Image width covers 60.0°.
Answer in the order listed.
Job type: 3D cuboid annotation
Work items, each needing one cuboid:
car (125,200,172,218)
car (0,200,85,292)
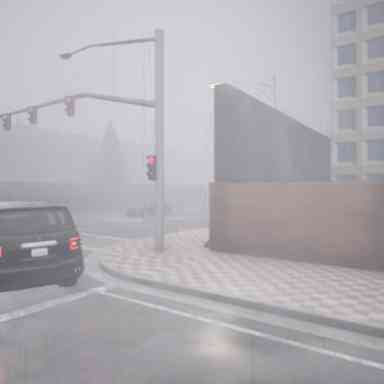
[{"bbox_3d":[-3.736,1.456,29.405,1.837,1.490,4.892,0,0,36],"label":"car"},{"bbox_3d":[-4.640,1.210,8.429,2.150,2.045,5.566,-1,1,-40],"label":"car"}]
